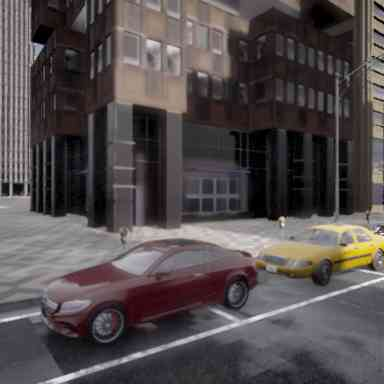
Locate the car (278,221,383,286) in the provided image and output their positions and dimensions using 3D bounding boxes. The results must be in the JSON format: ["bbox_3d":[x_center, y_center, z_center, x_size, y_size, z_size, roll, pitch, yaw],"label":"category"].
[{"bbox_3d":[3.886,1.524,9.416,4.829,1.417,1.752,0,0,-35],"label":"car"}]

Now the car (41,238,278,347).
[{"bbox_3d":[-0.536,1.582,6.262,4.206,1.307,1.802,0,0,-35],"label":"car"}]
